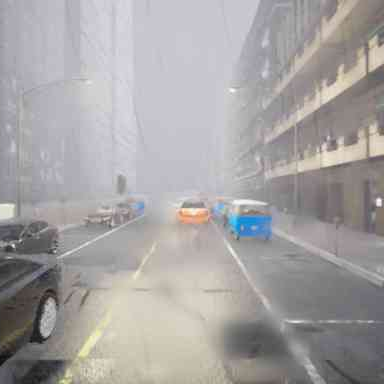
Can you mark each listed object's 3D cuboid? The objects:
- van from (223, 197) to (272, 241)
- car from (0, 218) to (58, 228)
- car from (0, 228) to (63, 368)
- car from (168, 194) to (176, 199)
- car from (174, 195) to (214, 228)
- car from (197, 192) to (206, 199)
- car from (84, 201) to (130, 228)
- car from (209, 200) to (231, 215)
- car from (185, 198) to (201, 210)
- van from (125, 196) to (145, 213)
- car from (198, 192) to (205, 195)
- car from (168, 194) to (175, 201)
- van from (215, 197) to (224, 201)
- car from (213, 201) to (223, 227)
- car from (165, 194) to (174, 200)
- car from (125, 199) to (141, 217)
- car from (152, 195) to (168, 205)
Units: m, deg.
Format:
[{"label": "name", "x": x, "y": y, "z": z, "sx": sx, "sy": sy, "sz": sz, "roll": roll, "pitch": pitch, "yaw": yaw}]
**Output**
[{"label": "van", "x": 2.703, "y": 1.310, "z": 16.161, "sx": 1.690, "sy": 1.788, "sz": 3.998, "roll": 1, "pitch": 0, "yaw": 0}, {"label": "car", "x": -5.681, "y": 1.547, "z": 10.493, "sx": 1.947, "sy": 1.339, "sz": 4.313, "roll": 1, "pitch": 0, "yaw": 0}, {"label": "car", "x": -3.094, "y": 1.471, "z": 3.567, "sx": 1.882, "sy": 1.535, "sz": 5.008, "roll": 0, "pitch": 0, "yaw": 0}, {"label": "car", "x": -5.667, "y": 1.279, "z": 95.184, "sx": 2.008, "sy": 1.369, "sz": 4.403, "roll": 1, "pitch": 0, "yaw": 0}, {"label": "car", "x": 0.103, "y": 1.309, "z": 22.036, "sx": 2.097, "sy": 1.767, "sz": 4.553, "roll": 0, "pitch": 0, "yaw": 0}, {"label": "car", "x": 2.717, "y": 1.043, "z": 95.211, "sx": 2.192, "sy": 1.841, "sz": 5.009, "roll": 1, "pitch": 0, "yaw": 0}, {"label": "car", "x": -5.679, "y": 1.509, "z": 21.785, "sx": 2.008, "sy": 1.369, "sz": 4.403, "roll": 1, "pitch": 0, "yaw": 0}, {"label": "car", "x": 2.703, "y": 1.514, "z": 33.101, "sx": 1.802, "sy": 1.307, "sz": 4.206, "roll": 1, "pitch": 0, "yaw": 0}, {"label": "car", "x": 0.107, "y": 1.508, "z": 42.907, "sx": 1.895, "sy": 1.301, "sz": 4.718, "roll": 0, "pitch": 0, "yaw": 0}, {"label": "van", "x": -5.675, "y": 1.274, "z": 33.077, "sx": 1.690, "sy": 1.788, "sz": 3.998, "roll": 1, "pitch": 0, "yaw": 0}, {"label": "car", "x": 2.711, "y": 1.253, "z": 72.627, "sx": 1.967, "sy": 1.590, "sz": 4.097, "roll": 1, "pitch": 0, "yaw": 0}, {"label": "car", "x": -5.669, "y": 1.319, "z": 78.075, "sx": 1.752, "sy": 1.417, "sz": 4.829, "roll": 1, "pitch": 0, "yaw": 0}, {"label": "van", "x": 2.705, "y": 1.287, "z": 27.454, "sx": 1.690, "sy": 1.788, "sz": 3.998, "roll": 1, "pitch": 0, "yaw": 0}, {"label": "car", "x": 2.701, "y": 1.508, "z": 21.809, "sx": 2.008, "sy": 1.369, "sz": 4.403, "roll": 1, "pitch": 0, "yaw": 0}, {"label": "car", "x": -5.669, "y": 1.323, "z": 83.892, "sx": 2.008, "sy": 1.369, "sz": 4.403, "roll": 1, "pitch": 0, "yaw": 0}, {"label": "car", "x": -5.679, "y": 1.528, "z": 27.431, "sx": 1.802, "sy": 1.307, "sz": 4.206, "roll": 1, "pitch": 0, "yaw": 0}, {"label": "car", "x": -5.673, "y": 1.420, "z": 55.662, "sx": 2.008, "sy": 1.369, "sz": 4.403, "roll": 1, "pitch": 0, "yaw": 0}]
